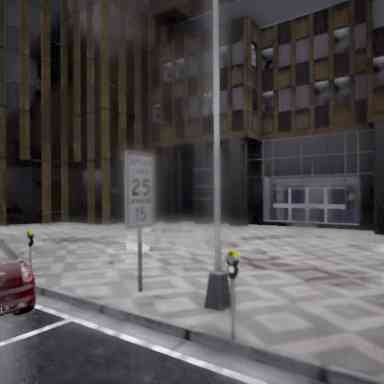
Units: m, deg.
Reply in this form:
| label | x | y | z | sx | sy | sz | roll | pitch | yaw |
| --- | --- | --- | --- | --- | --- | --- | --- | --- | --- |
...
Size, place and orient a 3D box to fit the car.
| label | x | y | z | sx | sy | sz | roll | pitch | yaw |
| --- | --- | --- | --- | --- | --- | --- | --- | --- | --- |
| car | -4.893 | 1.515 | 6.447 | 4.097 | 1.590 | 1.967 | -1 | 0 | 35 |
